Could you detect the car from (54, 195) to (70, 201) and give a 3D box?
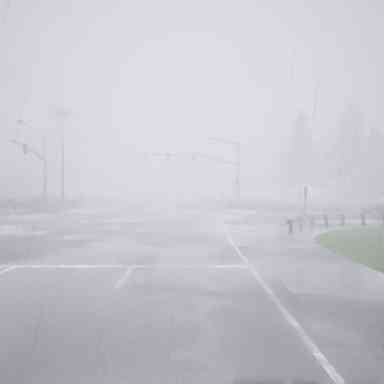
[{"bbox_3d":[-28.163,1.265,72.410,1.994,1.385,4.181,0,0,-3],"label":"car"}]

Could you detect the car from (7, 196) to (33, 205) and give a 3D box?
[{"bbox_3d":[-28.127,1.352,54.602,1.994,1.385,4.181,0,0,2],"label":"car"}]

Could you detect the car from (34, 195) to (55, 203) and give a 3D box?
[{"bbox_3d":[-28.084,1.255,63.512,1.837,1.490,4.892,0,0,0],"label":"car"}]

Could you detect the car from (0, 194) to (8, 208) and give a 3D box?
[{"bbox_3d":[-24.659,1.381,44.042,2.033,1.411,5.357,0,0,0],"label":"car"}]

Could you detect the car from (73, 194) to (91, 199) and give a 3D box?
[{"bbox_3d":[-21.127,1.109,62.017,2.097,1.767,4.553,0,0,0],"label":"car"}]

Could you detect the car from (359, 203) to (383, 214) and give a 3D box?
[{"bbox_3d":[17.374,1.389,29.272,4.902,1.511,2.128,0,0,8],"label":"car"}]

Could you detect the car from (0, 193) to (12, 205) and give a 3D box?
[{"bbox_3d":[-31.635,1.142,54.328,2.097,1.767,4.553,0,0,0],"label":"car"}]

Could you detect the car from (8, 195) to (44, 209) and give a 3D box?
[{"bbox_3d":[-21.154,1.365,42.720,1.812,1.442,4.674,0,0,0],"label":"car"}]

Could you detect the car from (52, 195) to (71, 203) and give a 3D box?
[{"bbox_3d":[-24.608,1.317,62.790,1.994,1.385,4.181,0,0,0],"label":"car"}]

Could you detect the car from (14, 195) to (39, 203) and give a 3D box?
[{"bbox_3d":[-31.584,1.289,63.697,2.033,1.411,5.357,0,0,0],"label":"car"}]

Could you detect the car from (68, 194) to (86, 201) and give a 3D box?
[{"bbox_3d":[-24.656,1.255,71.758,2.033,1.411,5.357,0,0,0],"label":"car"}]

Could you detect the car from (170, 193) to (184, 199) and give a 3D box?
[{"bbox_3d":[-3.890,0.970,95.130,2.097,1.767,4.553,0,0,-18],"label":"car"}]

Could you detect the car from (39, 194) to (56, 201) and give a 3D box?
[{"bbox_3d":[-31.737,1.186,73.252,1.882,1.535,5.008,0,0,-3],"label":"car"}]

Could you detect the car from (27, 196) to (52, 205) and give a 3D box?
[{"bbox_3d":[-24.649,1.392,53.983,1.895,1.301,4.718,0,0,0],"label":"car"}]

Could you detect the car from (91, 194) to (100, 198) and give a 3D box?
[{"bbox_3d":[-21.148,1.195,71.241,1.882,1.535,5.008,0,0,0],"label":"car"}]

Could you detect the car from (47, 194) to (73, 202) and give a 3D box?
[{"bbox_3d":[-21.156,1.301,52.878,1.837,1.490,4.892,0,0,0],"label":"car"}]
